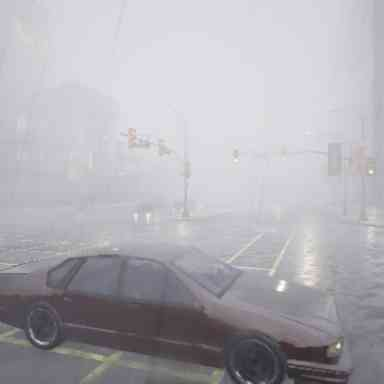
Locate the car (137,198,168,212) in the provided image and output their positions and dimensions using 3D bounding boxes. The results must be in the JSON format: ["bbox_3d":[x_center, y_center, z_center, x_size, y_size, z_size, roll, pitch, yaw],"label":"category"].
[{"bbox_3d":[-4.566,1.478,38.770,1.882,1.535,5.008,0,0,22],"label":"car"}]

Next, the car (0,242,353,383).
[{"bbox_3d":[-0.573,1.541,5.083,5.357,1.411,2.033,0,0,20],"label":"car"}]

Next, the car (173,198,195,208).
[{"bbox_3d":[-1.135,1.601,48.392,1.895,1.301,4.718,0,0,20],"label":"car"}]
